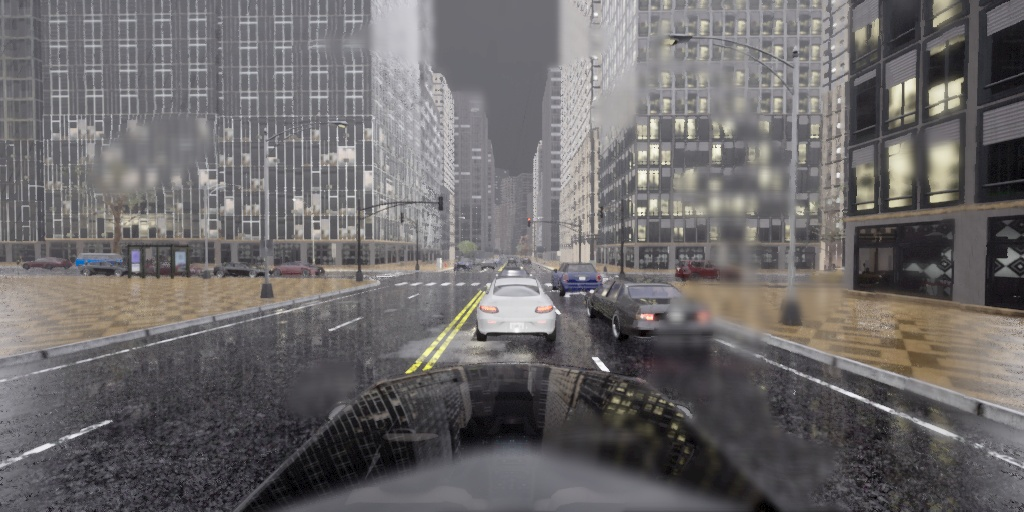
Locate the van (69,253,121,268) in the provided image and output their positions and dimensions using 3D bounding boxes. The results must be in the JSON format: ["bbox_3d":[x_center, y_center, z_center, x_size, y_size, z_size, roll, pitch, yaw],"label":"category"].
[{"bbox_3d":[-45.281,0.603,39.271,3.998,1.789,1.690,0,0,1],"label":"van"}]

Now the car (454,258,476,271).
[{"bbox_3d":[-6.616,1.067,49.285,2.097,1.767,4.553,0,0,1],"label":"car"}]

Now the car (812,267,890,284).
[{"bbox_3d":[27.646,1.578,29.569,4.829,1.417,1.751,0,0,1],"label":"car"}]

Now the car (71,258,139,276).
[{"bbox_3d":[-34.091,1.068,30.609,4.313,1.339,1.948,0,0,1],"label":"car"}]

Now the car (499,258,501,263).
[{"bbox_3d":[-3.311,1.299,62.420,1.895,1.301,4.718,0,0,0],"label":"car"}]

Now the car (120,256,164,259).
[{"bbox_3d":[-32.648,0.950,33.212,5.008,1.535,1.882,1,1,1],"label":"car"}]

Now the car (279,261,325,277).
[{"bbox_3d":[-19.564,1.155,32.944,4.181,1.385,1.994,1,1,1],"label":"car"}]

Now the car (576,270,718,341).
[{"bbox_3d":[3.353,1.293,9.829,2.033,1.411,5.357,0,0,0],"label":"car"}]

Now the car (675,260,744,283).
[{"bbox_3d":[16.198,1.268,29.767,5.009,1.841,2.192,0,0,1],"label":"car"}]

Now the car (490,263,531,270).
[{"bbox_3d":[0.102,1.287,18.933,2.033,1.411,5.357,0,0,0],"label":"car"}]

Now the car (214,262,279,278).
[{"bbox_3d":[-22.727,1.172,30.301,4.313,1.339,1.948,0,0,1],"label":"car"}]

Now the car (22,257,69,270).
[{"bbox_3d":[-50.963,0.791,39.388,4.207,1.307,1.802,0,0,1],"label":"car"}]

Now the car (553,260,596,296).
[{"bbox_3d":[3.353,1.092,19.215,2.097,1.767,4.553,0,0,0],"label":"car"}]

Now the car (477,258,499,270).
[{"bbox_3d":[-3.334,1.260,51.269,2.033,1.411,5.357,0,0,0],"label":"car"}]

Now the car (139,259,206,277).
[{"bbox_3d":[-28.411,1.137,30.435,4.207,1.307,1.802,0,0,1],"label":"car"}]

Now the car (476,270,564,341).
[{"bbox_3d":[0.100,1.272,9.688,1.812,1.442,4.674,0,0,0],"label":"car"}]
